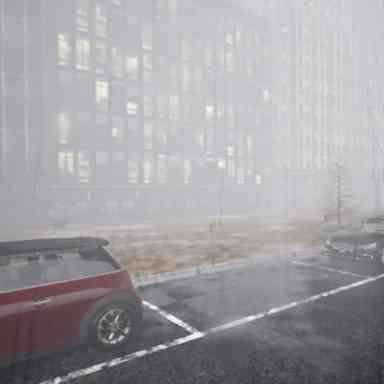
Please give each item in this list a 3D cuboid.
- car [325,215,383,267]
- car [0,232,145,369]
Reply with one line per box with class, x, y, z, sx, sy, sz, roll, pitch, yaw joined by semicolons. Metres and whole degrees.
car;6.161;1.467;10.983;4.403;1.369;2.008;-1;0;-36
car;-2.818;1.443;4.551;4.097;1.590;1.967;-1;0;-36
